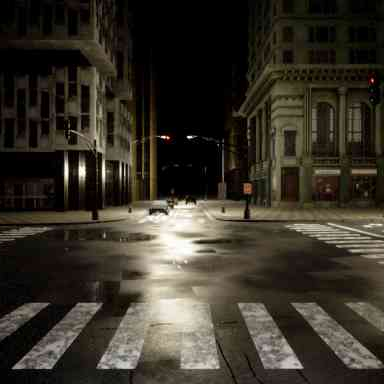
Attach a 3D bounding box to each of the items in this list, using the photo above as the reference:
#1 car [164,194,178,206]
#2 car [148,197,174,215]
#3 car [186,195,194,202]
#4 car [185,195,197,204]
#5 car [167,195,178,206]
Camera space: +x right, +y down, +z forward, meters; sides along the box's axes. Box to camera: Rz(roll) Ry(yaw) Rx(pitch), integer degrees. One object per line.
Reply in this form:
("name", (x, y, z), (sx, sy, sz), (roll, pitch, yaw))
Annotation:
("car", (-3.344, 1.300, 53.773), (2.097, 1.767, 4.553), (0, 0, 0))
("car", (-3.204, 1.529, 33.565), (2.033, 1.411, 5.357), (0, 0, 0))
("car", (-0.400, 1.425, 73.662), (1.812, 1.442, 4.674), (0, 0, 0))
("car", (-0.203, 1.435, 60.077), (1.837, 1.490, 4.892), (0, -1, 0))
("car", (-3.278, 1.458, 43.480), (2.128, 1.511, 4.902), (0, 0, 0))
